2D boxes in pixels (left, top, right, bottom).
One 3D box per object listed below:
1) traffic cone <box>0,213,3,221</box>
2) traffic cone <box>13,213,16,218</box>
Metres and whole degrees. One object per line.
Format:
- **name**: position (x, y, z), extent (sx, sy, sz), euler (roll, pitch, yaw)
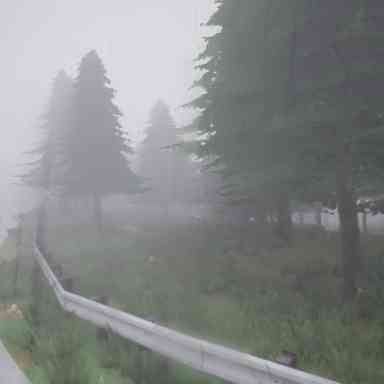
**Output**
- **traffic cone**: position (-15.489, 2.028, 26.882), extent (0.340, 0.580, 0.340), euler (-2, 1, -24)
- **traffic cone**: position (-14.580, 2.001, 27.293), extent (0.340, 0.580, 0.340), euler (-2, 1, -24)
